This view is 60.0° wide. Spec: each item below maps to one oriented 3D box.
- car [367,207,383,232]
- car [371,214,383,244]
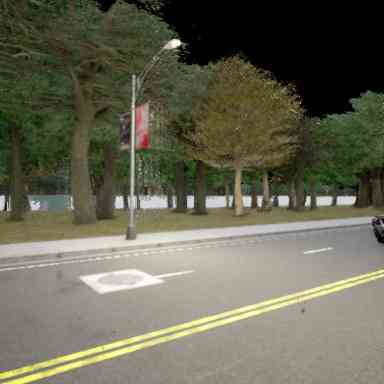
[{"bbox_3d":[13.752,1.691,21.552,5.357,1.411,2.033,0,0,-36],"label":"car"},{"bbox_3d":[10.628,1.325,15.302,5.566,2.045,2.150,0,0,-36],"label":"car"}]
